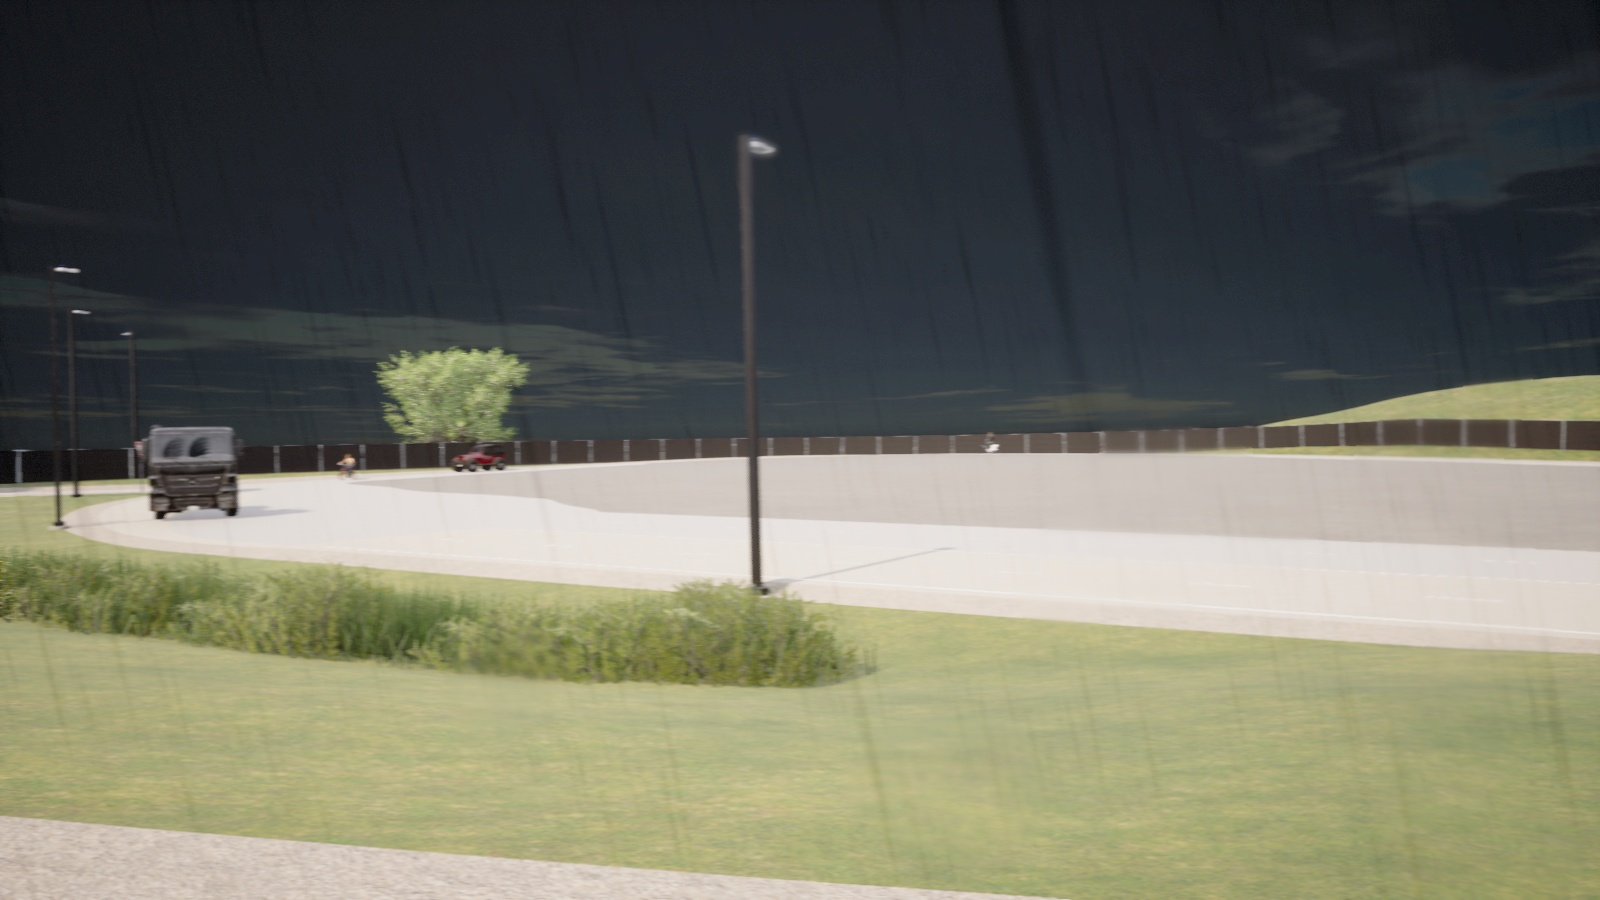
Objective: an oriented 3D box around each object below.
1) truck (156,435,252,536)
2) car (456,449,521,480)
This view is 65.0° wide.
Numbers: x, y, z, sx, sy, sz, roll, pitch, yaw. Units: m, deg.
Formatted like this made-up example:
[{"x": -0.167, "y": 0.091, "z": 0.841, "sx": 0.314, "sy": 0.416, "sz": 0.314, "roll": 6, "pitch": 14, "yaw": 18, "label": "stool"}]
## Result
[{"x": -22.876, "y": 1.242, "z": 48.546, "sx": 2.891, "sy": 3.462, "sz": 7.936, "roll": -3, "pitch": 1, "yaw": -23, "label": "truck"}, {"x": -21.585, "y": 1.015, "z": 87.089, "sx": 1.905, "sy": 1.878, "sz": 3.866, "roll": -2, "pitch": 1, "yaw": 40, "label": "car"}]
